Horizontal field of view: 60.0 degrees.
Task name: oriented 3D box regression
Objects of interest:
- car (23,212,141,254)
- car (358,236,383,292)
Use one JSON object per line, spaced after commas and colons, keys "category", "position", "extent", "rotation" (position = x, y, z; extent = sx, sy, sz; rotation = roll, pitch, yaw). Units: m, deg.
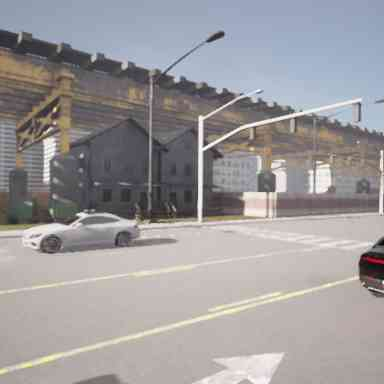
{"category": "car", "position": [-4.384, 1.579, 13.761], "extent": [4.674, 1.442, 1.812], "rotation": [1, -1, -35]}
{"category": "car", "position": [5.899, 1.619, 7.974], "extent": [4.892, 1.490, 1.837], "rotation": [1, 0, -35]}
